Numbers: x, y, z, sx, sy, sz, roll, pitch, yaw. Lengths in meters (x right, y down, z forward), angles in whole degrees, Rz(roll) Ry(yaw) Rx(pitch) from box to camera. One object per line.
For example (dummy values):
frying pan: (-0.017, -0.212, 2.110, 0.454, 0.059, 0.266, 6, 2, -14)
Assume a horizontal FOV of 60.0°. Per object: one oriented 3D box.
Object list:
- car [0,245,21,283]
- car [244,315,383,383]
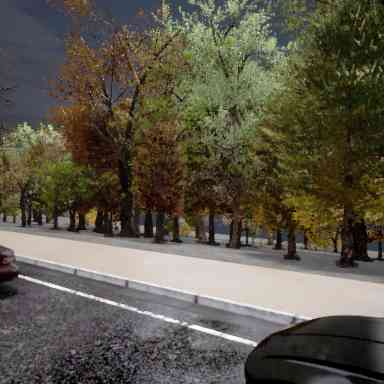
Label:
car: (-6.383, 1.547, 8.277, 5.357, 1.411, 2.033, 0, 0, 36)
car: (2.665, 1.478, 1.771, 5.008, 1.535, 1.882, 0, 0, 36)
